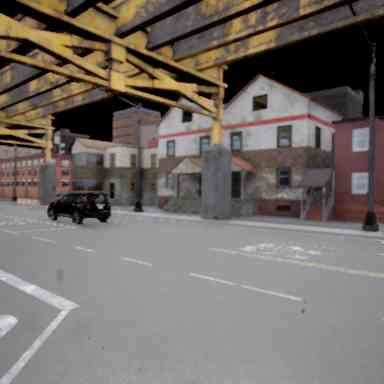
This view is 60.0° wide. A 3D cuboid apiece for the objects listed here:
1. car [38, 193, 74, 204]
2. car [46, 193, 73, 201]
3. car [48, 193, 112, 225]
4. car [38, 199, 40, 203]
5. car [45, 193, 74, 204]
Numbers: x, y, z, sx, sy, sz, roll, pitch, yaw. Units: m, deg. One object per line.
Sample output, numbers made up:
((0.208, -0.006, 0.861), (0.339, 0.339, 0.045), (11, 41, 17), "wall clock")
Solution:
((-20.482, 1.031, 50.298), (4.974, 1.542, 2.038), (1, 0, -19), "car")
((-21.399, 0.850, 53.962), (1.853, 1.218, 4.536), (1, 0, 11), "car")
((-7.829, 1.048, 22.985), (5.566, 2.045, 2.150), (1, 0, 41), "car")
((-20.431, 0.874, 50.314), (4.536, 1.218, 1.853), (1, 0, -19), "car")
((-21.411, 1.008, 53.911), (2.038, 1.542, 4.974), (1, 0, 11), "car")
